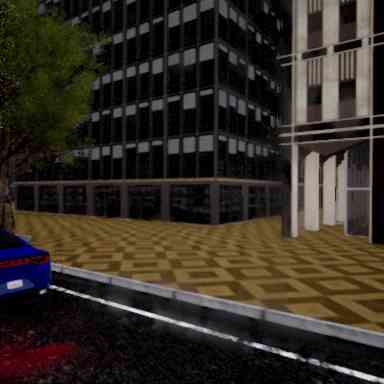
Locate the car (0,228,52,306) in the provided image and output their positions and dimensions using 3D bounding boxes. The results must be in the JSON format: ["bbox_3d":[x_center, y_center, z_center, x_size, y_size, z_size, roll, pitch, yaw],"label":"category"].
[{"bbox_3d":[-5.158,1.498,7.365,5.008,1.535,1.882,0,0,36],"label":"car"}]
